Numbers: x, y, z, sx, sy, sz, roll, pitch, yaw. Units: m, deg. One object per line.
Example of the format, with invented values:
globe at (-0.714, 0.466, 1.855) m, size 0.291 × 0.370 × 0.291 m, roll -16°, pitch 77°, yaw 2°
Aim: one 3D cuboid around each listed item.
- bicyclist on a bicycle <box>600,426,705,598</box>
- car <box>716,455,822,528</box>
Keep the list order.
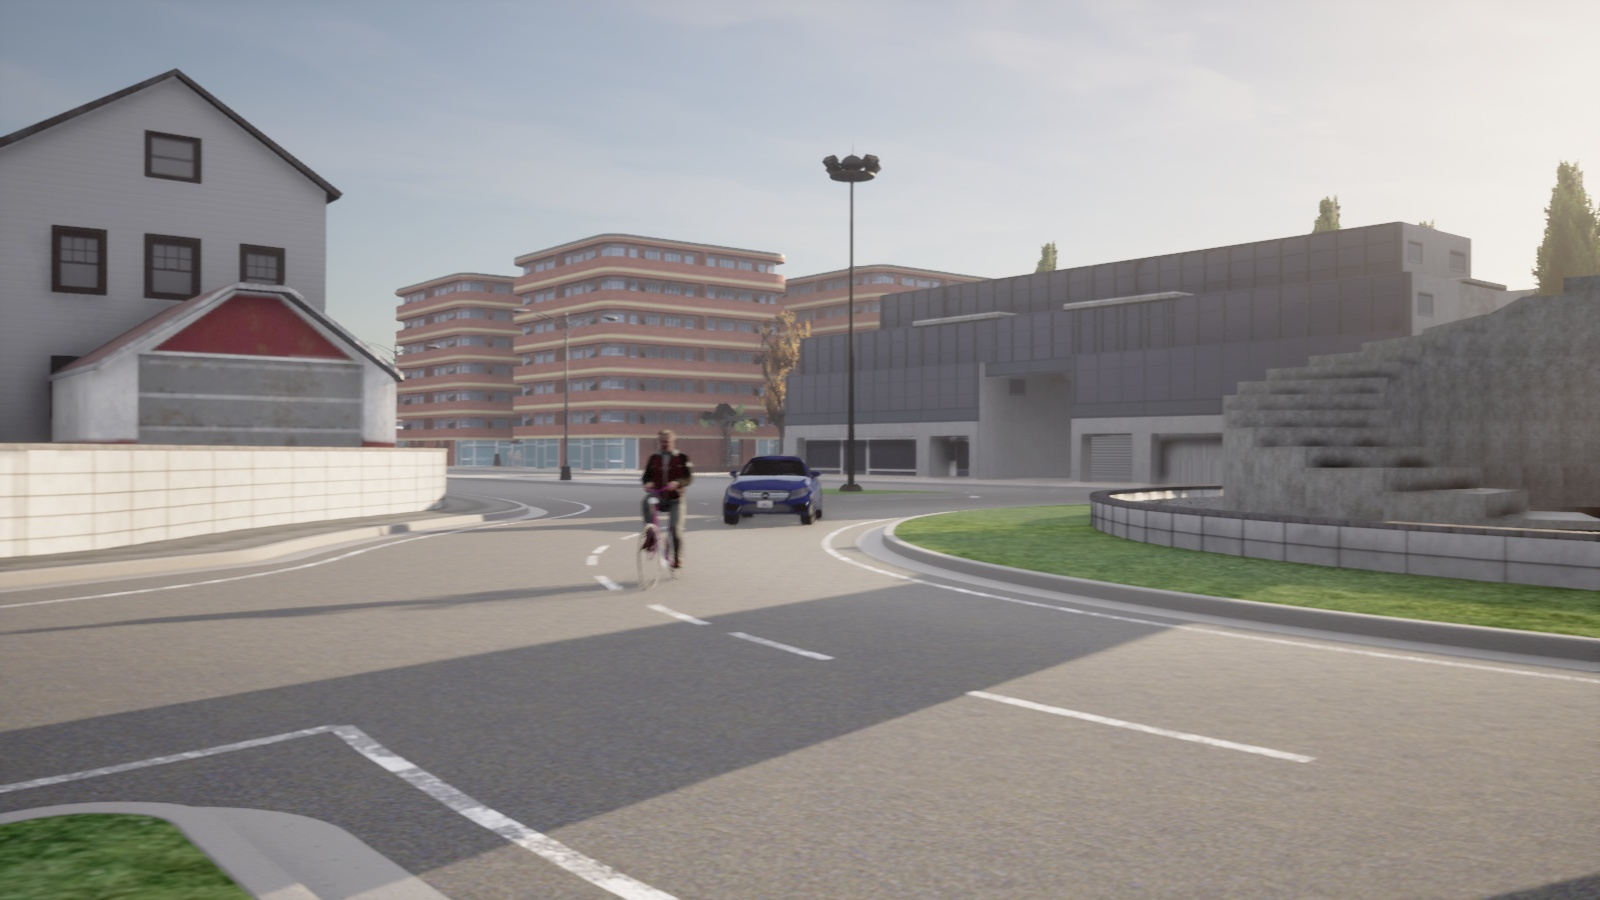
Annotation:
bicyclist on a bicycle at (-1.600, 0.653, 13.942) m, size 0.659 × 1.776 × 1.843 m, roll -1°, pitch -1°, yaw 9°
car at (-0.589, 0.845, 27.489) m, size 1.812 × 1.442 × 4.674 m, roll 0°, pitch 0°, yaw 5°
